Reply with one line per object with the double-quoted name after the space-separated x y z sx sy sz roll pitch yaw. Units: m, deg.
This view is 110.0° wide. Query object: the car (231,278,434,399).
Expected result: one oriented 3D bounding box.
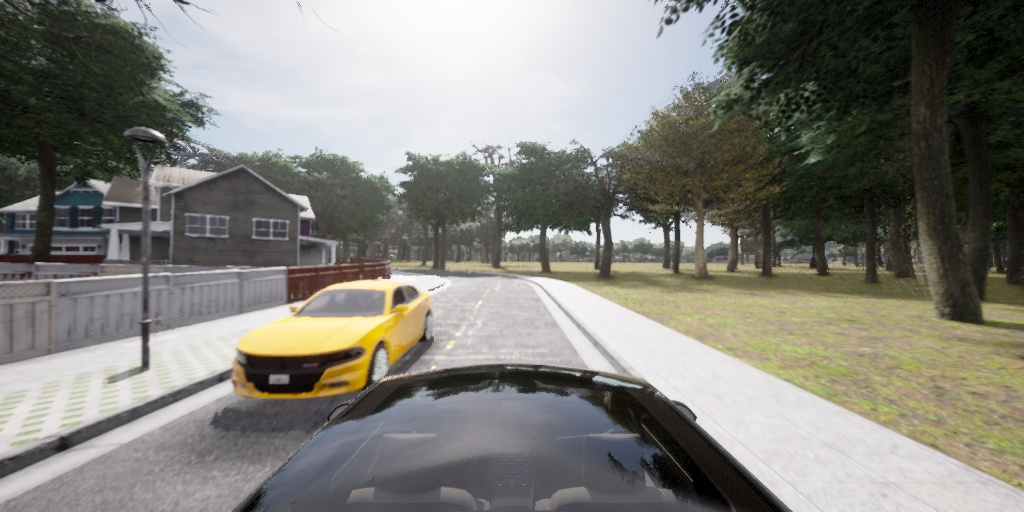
-2.853 1.233 6.892 1.882 1.535 5.008 0 0 0 "car"
